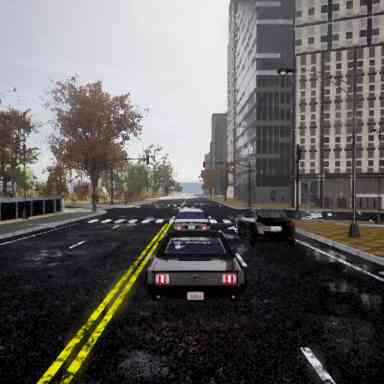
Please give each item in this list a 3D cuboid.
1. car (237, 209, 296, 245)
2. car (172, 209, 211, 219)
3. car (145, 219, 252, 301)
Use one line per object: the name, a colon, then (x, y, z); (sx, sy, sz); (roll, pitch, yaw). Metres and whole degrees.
car: (3.332, 1.497, 15.516); (2.163, 1.488, 4.792); (0, 0, 0)
car: (-0.019, 1.541, 16.492); (2.033, 1.411, 5.357); (0, 0, 0)
car: (0.069, 1.596, 8.252); (1.895, 1.301, 4.718); (0, 0, 0)
